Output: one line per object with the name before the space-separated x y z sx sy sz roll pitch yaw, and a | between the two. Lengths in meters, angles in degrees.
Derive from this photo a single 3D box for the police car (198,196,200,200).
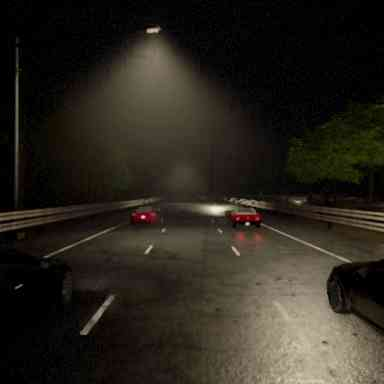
police car | 3.440 2.158 93.600 2.038 1.542 4.974 0 0 0

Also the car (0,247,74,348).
car | -3.406 1.566 5.149 1.812 1.442 4.674 0 0 0

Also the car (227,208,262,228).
car | 3.583 1.774 23.672 1.895 1.301 4.718 0 0 0

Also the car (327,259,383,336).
car | 3.596 1.562 4.708 1.812 1.442 4.674 0 0 0

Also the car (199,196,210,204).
car | 3.446 2.086 82.600 1.837 1.490 4.892 0 0 0

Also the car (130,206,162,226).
car | -3.419 1.749 25.314 1.994 1.385 4.181 0 0 0
